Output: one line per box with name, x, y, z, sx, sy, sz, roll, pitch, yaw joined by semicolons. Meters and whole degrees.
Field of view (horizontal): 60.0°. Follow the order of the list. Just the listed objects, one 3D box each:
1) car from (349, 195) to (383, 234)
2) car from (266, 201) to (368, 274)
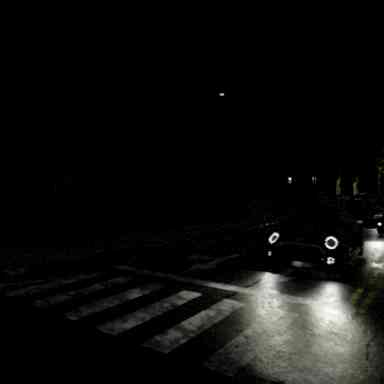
car;10.187;1.193;19.402;2.150;2.045;5.566;0;0;35
car;4.088;1.332;10.726;2.097;1.767;4.553;0;0;35
